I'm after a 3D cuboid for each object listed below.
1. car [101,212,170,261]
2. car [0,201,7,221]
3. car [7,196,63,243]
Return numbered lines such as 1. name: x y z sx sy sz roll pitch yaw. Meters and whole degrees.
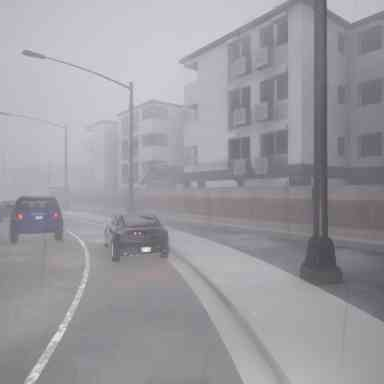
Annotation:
1. car: -2.189 1.504 12.417 1.837 1.490 4.892 0 0 -19
2. car: -14.867 1.478 27.440 1.882 1.535 5.008 0 0 -34
3. car: -7.873 1.218 16.625 2.150 2.045 5.566 0 -1 -29
